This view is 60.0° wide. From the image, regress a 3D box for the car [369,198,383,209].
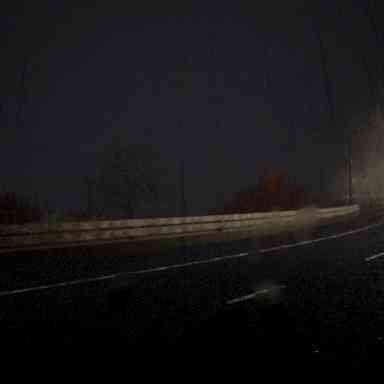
[{"bbox_3d":[33.722,2.062,60.188,2.150,2.045,5.566,1,-1,16],"label":"car"}]
